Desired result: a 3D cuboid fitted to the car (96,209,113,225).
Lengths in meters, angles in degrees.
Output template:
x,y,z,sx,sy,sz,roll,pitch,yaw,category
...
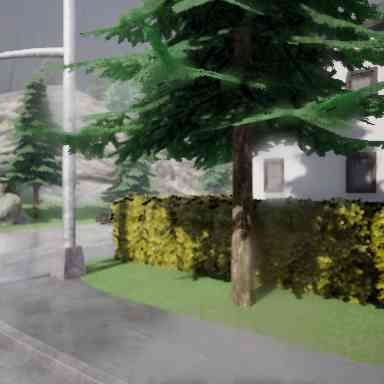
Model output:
x,y,z,sx,sy,sz,roll,pitch,yaw,category
-4.446,1.519,22.684,1.994,1.385,4.181,0,0,36,car
